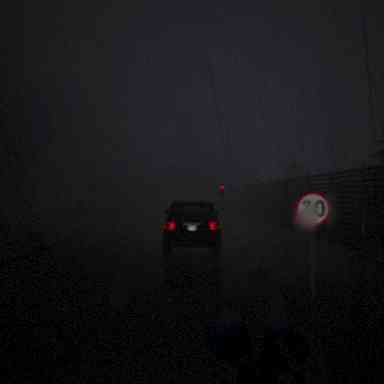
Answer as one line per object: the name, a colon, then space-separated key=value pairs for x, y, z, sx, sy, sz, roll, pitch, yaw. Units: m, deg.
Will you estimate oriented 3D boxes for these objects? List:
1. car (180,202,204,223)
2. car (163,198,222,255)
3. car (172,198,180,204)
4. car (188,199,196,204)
car: x=0.012 y=1.756 z=29.481 sx=1.882 sy=1.535 sz=5.008 roll=0 pitch=0 yaw=0
car: x=0.004 y=1.349 z=14.020 sx=2.150 sy=2.045 sz=5.566 roll=0 pitch=0 yaw=0
car: x=-3.982 y=2.279 z=82.841 sx=1.837 sy=1.490 sz=4.892 roll=0 pitch=-1 yaw=0
car: x=0.018 y=2.387 z=85.664 sx=1.895 sy=1.301 sz=4.718 roll=0 pitch=-1 yaw=0
